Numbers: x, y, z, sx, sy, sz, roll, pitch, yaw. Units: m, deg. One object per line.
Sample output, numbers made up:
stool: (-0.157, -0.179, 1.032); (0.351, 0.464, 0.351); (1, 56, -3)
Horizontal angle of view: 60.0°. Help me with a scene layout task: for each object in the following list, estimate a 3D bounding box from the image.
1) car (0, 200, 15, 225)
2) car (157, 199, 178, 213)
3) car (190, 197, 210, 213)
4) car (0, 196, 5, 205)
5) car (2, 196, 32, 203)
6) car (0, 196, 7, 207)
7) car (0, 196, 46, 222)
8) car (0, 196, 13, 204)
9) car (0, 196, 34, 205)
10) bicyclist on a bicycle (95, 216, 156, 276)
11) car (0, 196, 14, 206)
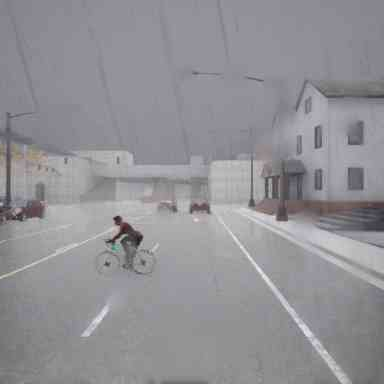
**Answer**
car: (-13.673, 1.492, 20.784); (2.128, 1.511, 4.902); (0, 0, 1)
car: (-2.662, 1.526, 36.787); (1.812, 1.442, 4.674); (0, 0, 2)
car: (0.870, 1.353, 36.698); (2.097, 1.767, 4.553); (0, 0, 1)
car: (-30.669, 1.295, 49.517); (1.853, 1.218, 4.536); (0, 0, 45)
car: (-31.244, 1.295, 59.499); (1.853, 1.218, 4.536); (0, 0, 30)
car: (-30.632, 1.453, 49.554); (2.038, 1.542, 4.974); (0, 0, 45)
car: (-13.462, 1.362, 26.214); (2.097, 1.767, 4.553); (0, 0, 1)
car: (-30.574, 1.295, 54.204); (1.853, 1.218, 4.536); (0, 0, -35)
car: (-31.218, 1.453, 59.544); (2.038, 1.542, 4.974); (0, 0, 30)
bicyclist on a bicycle: (-1.808, 1.455, 8.928); (1.656, 1.620, 0.582); (-2, 0, 1)
car: (-30.544, 1.453, 54.162); (2.038, 1.542, 4.974); (0, 0, -35)
